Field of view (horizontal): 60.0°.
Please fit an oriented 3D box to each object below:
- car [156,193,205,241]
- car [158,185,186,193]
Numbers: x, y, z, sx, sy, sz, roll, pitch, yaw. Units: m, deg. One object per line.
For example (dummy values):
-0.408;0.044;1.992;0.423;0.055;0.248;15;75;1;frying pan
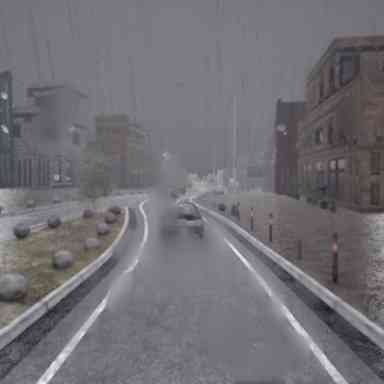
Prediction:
-0.566;1.179;15.420;2.128;1.511;4.902;0;5;-7;car
-2.215;-0.001;32.925;2.128;1.511;4.902;0;2;5;car
